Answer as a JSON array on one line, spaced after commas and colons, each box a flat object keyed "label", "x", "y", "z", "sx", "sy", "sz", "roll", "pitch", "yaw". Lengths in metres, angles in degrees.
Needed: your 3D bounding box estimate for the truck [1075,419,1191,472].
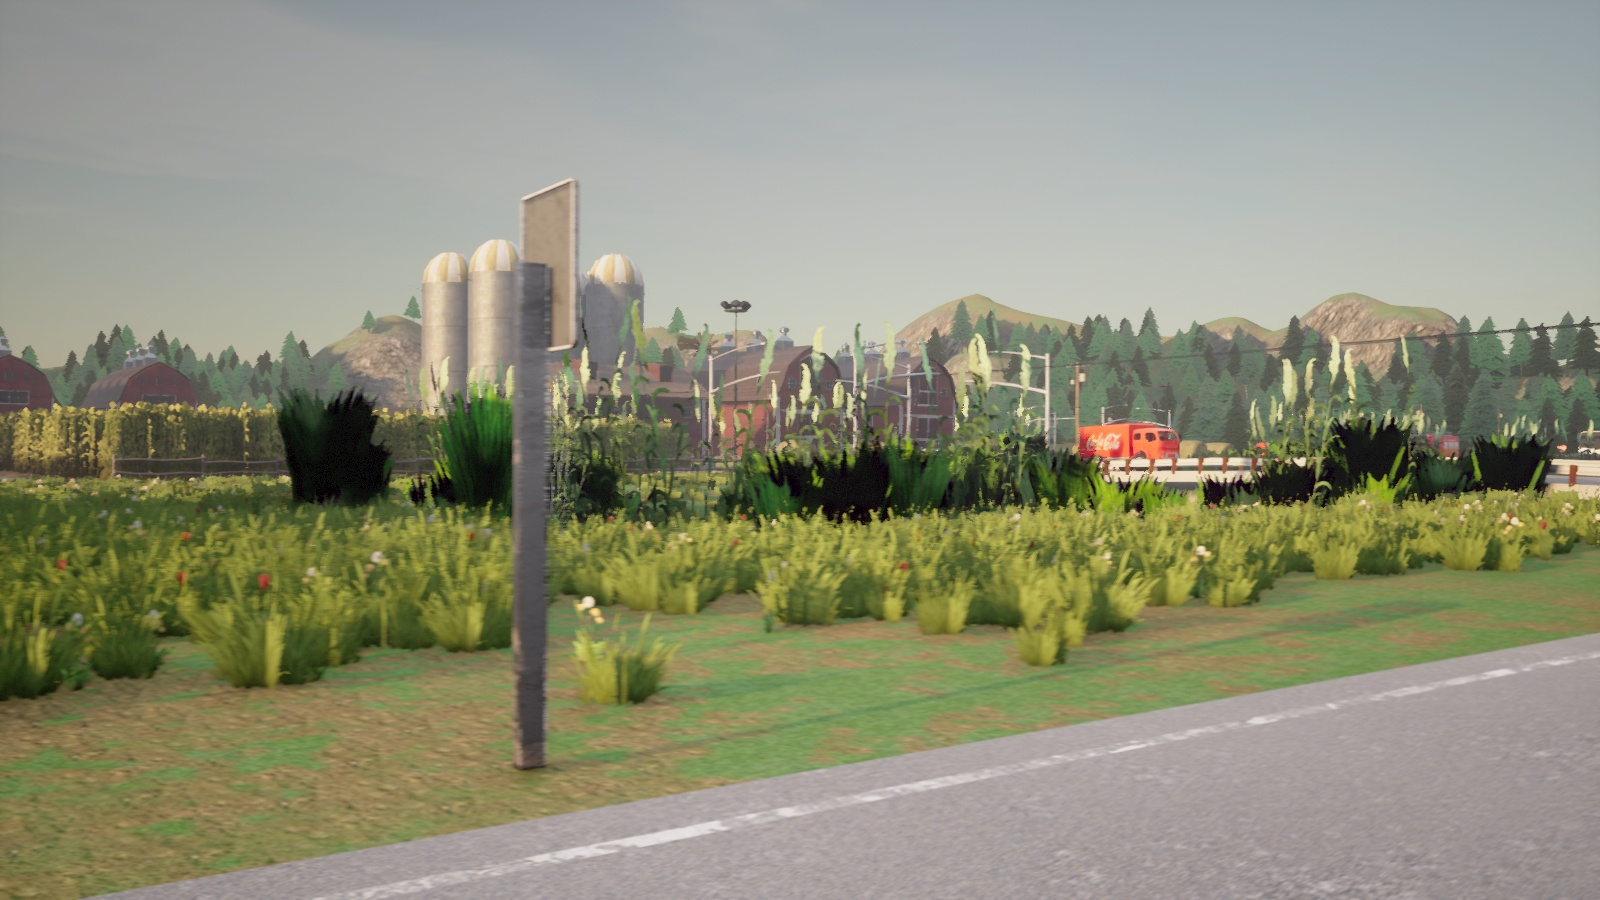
[{"label": "truck", "x": 17.032, "y": -0.178, "z": 64.437, "sx": 2.627, "sy": 2.467, "sz": 5.204, "roll": 0, "pitch": -2, "yaw": -34}]
